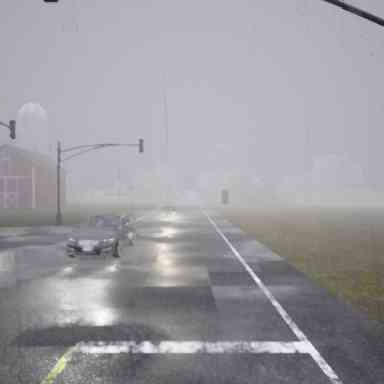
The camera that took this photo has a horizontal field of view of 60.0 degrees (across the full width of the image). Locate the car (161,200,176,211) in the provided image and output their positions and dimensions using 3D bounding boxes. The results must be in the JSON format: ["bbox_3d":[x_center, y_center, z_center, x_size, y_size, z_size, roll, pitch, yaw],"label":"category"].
[{"bbox_3d":[-3.495,1.953,49.878,2.097,1.767,4.553,0,-1,0],"label":"car"}]

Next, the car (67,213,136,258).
[{"bbox_3d":[-3.494,1.655,13.593,2.128,1.511,4.902,0,0,0],"label":"car"}]
